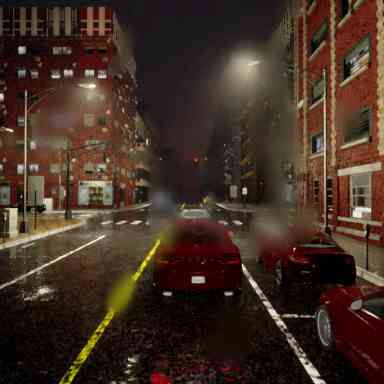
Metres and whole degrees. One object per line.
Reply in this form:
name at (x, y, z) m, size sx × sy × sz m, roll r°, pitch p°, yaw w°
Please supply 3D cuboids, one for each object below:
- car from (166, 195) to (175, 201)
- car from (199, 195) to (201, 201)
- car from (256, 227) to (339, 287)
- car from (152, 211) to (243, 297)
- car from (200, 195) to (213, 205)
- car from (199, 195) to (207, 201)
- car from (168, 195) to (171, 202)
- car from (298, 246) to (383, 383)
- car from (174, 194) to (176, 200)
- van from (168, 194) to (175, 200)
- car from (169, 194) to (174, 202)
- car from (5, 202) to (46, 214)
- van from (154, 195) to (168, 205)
car at (-5.549, 1.582, 86.534) m, size 2.008 × 1.369 × 4.403 m, roll 1°, pitch 0°, yaw 0°
car at (2.823, 1.572, 80.831) m, size 1.887 × 1.381 × 4.507 m, roll 1°, pitch 0°, yaw 0°
car at (2.851, 1.584, 8.967) m, size 1.802 × 1.307 × 4.206 m, roll 1°, pitch 0°, yaw 0°
car at (0.111, 1.480, 8.649) m, size 1.882 × 1.535 × 5.008 m, roll 0°, pitch 0°, yaw 0°
car at (2.789, 1.543, 58.391) m, size 1.752 × 1.417 × 4.829 m, roll 1°, pitch 0°, yaw 0°
car at (2.831, 1.597, 86.482) m, size 1.947 × 1.339 × 4.313 m, roll 1°, pitch 0°, yaw 0°
car at (-5.583, 1.602, 63.925) m, size 1.802 × 1.307 × 4.206 m, roll 1°, pitch 0°, yaw 0°
car at (2.672, 1.583, 3.311) m, size 1.802 × 1.307 × 4.206 m, roll 1°, pitch 0°, yaw 0°
car at (-5.557, 1.553, 80.712) m, size 1.752 × 1.417 × 4.829 m, roll 1°, pitch 0°, yaw 0°
van at (-5.537, 1.376, 92.186) m, size 1.690 × 1.788 × 3.998 m, roll 1°, pitch 0°, yaw 0°
car at (-5.566, 1.607, 75.229) m, size 1.802 × 1.307 × 4.206 m, roll 1°, pitch 0°, yaw 0°
car at (-18.655, 1.730, 37.382) m, size 4.313 × 1.339 × 1.947 m, roll 0°, pitch -1°, yaw 0°
van at (-5.588, 1.359, 58.273) m, size 1.690 × 1.788 × 3.998 m, roll 1°, pitch 0°, yaw 0°
